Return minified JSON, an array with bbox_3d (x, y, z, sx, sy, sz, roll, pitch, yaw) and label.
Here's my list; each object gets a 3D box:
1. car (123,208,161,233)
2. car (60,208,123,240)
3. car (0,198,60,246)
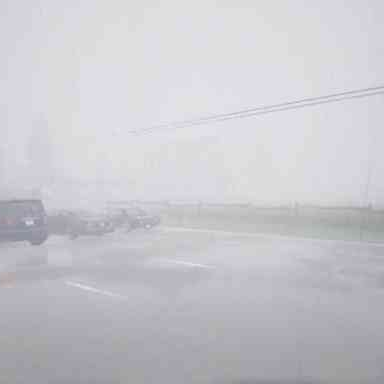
[{"bbox_3d":[-4.226,1.614,19.781,4.718,1.301,1.895,0,0,36],"label":"car"},{"bbox_3d":[-6.234,1.560,16.914,5.357,1.411,2.033,0,0,36],"label":"car"},{"bbox_3d":[-8.291,1.255,14.082,5.566,2.045,2.150,0,0,36],"label":"car"}]
